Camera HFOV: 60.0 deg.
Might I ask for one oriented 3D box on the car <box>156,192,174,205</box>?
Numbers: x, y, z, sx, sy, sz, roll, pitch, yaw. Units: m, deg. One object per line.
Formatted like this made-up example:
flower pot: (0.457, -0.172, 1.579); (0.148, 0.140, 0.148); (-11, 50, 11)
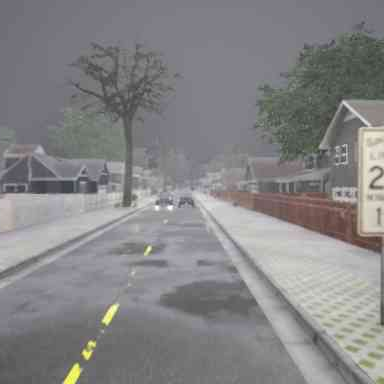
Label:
car: (-3.489, 0.752, 42.921); (2.097, 1.767, 4.553); (0, 1, -1)

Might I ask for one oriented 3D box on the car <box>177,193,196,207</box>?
car: (-0.664, 0.959, 38.769); (1.837, 1.490, 4.892); (0, 1, -1)

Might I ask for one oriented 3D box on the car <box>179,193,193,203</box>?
car: (-0.851, 0.860, 49.481); (1.994, 1.385, 4.181); (0, 1, -1)
